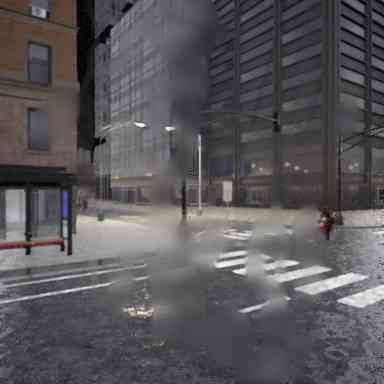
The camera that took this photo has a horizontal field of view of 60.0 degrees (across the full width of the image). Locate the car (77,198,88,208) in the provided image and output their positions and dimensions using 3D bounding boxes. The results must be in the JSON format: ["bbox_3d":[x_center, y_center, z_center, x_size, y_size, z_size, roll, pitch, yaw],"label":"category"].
[{"bbox_3d":[-17.149,1.676,49.985,1.837,1.490,4.892,0,0,-35],"label":"car"}]

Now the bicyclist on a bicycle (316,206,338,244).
[{"bbox_3d":[5.895,1.432,14.521,1.656,1.620,0.582,0,0,-35],"label":"bicyclist on a bicycle"}]
